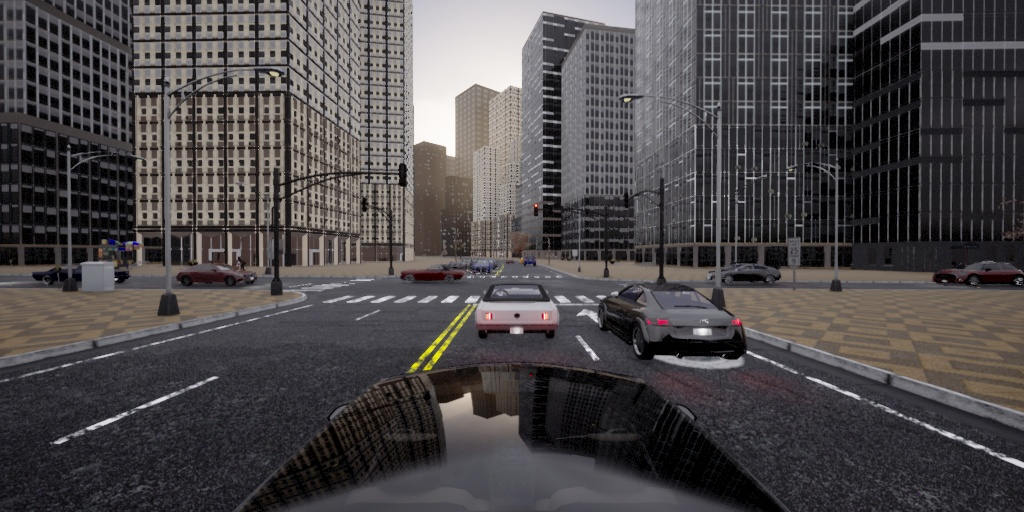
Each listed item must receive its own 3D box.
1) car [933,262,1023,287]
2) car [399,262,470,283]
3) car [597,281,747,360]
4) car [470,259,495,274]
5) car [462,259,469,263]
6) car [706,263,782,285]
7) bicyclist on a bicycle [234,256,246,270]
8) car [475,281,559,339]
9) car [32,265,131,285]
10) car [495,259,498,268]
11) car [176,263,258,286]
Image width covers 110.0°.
[{"bbox_3d":[33.476,1.234,25.830,4.553,1.767,2.097,0,0,1],"label":"car"},{"bbox_3d":[-5.814,1.303,26.580,4.718,1.301,1.895,0,0,1],"label":"car"},{"bbox_3d":[3.364,1.311,8.361,1.994,1.385,4.181,0,0,0],"label":"car"},{"bbox_3d":[-3.296,1.193,40.688,1.882,1.535,5.008,0,0,0],"label":"car"},{"bbox_3d":[-6.547,1.315,41.361,1.895,1.301,4.718,0,0,0],"label":"car"},{"bbox_3d":[16.847,1.295,26.211,4.902,1.511,2.128,0,0,1],"label":"car"},{"bbox_3d":[-24.665,0.867,32.554,0.582,1.620,1.656,0,1,1],"label":"bicyclist on a bicycle"},{"bbox_3d":[0.110,1.347,10.078,1.895,1.301,4.718,0,0,0],"label":"car"},{"bbox_3d":[-28.565,1.223,23.924,4.718,1.301,1.895,0,0,1],"label":"car"},{"bbox_3d":[-3.282,1.223,50.032,1.812,1.442,4.674,0,0,0],"label":"car"},{"bbox_3d":[-19.456,1.191,23.683,4.674,1.442,1.812,0,0,1],"label":"car"}]
